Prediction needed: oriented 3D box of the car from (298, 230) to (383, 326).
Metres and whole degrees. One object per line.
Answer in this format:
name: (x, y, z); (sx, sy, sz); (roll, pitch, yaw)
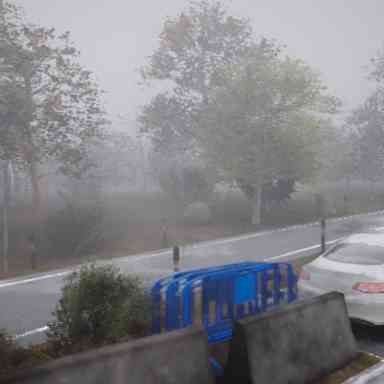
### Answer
car: (4.037, 1.471, 6.555); (4.674, 1.452, 2.002); (-3, 0, -34)
